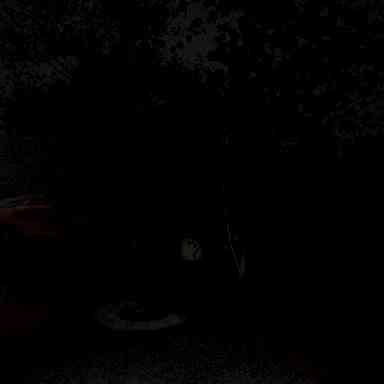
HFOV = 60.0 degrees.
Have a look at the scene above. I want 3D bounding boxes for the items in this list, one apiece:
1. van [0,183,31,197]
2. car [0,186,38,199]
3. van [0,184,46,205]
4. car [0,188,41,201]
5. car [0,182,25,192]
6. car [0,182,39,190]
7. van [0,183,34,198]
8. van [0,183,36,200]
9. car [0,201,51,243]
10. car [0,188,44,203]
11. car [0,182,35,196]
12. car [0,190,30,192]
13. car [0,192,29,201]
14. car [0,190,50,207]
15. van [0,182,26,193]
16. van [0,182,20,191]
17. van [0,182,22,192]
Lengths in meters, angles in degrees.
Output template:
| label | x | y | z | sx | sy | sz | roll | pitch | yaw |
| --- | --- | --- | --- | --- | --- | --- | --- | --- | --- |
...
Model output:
| label | x | y | z | sx | sy | sz | roll | pitch | yaw |
| --- | --- | --- | --- | --- | --- | --- | --- | --- | --- |
| van | -26.082 | -0.302 | 48.622 | 4.442 | 1.987 | 1.878 | 1 | 1 | -30 |
| car | -23.230 | 0.096 | 43.882 | 5.008 | 1.535 | 2.097 | 1 | 1 | -30 |
| van | -17.687 | 0.248 | 34.438 | 4.442 | 1.987 | 1.878 | 1 | 2 | -30 |
| car | -20.458 | 0.305 | 39.092 | 4.792 | 1.488 | 2.163 | 1 | 1 | -30 |
| car | -38.455 | -1.097 | 70.397 | 5.566 | 2.045 | 2.435 | 1 | 1 | -30 |
| car | -14.949 | 0.442 | 29.482 | 5.566 | 2.045 | 2.435 | 1 | 2 | -30 |
| van | -24.503 | -0.213 | 46.336 | 4.442 | 1.987 | 1.878 | 1 | 1 | -30 |
| van | -21.937 | -0.043 | 41.405 | 4.442 | 1.987 | 1.878 | 1 | 1 | -30 |
| car | -6.794 | 1.343 | 15.168 | 5.008 | 1.535 | 2.097 | 1 | 2 | -30 |
| car | -19.147 | 0.398 | 36.803 | 4.792 | 1.488 | 2.163 | 1 | 2 | -30 |
| car | -27.380 | -0.411 | 51.068 | 5.566 | 2.045 | 2.435 | 1 | 1 | -30 |
| car | -12.392 | 0.905 | 24.579 | 5.366 | 1.575 | 1.946 | 1 | 2 | -30 |
| car | -8.135 | 1.109 | 17.586 | 4.553 | 1.767 | 2.185 | 1 | 2 | -30 |
| car | -16.383 | 0.612 | 31.863 | 4.792 | 1.488 | 2.163 | 1 | 2 | -30 |
| van | -34.201 | -0.814 | 63.262 | 4.442 | 1.987 | 1.878 | 1 | 1 | -30 |
| van | -42.666 | -1.329 | 77.568 | 4.442 | 1.987 | 1.878 | 1 | 1 | -30 |
| van | -39.706 | -1.155 | 72.872 | 4.442 | 1.987 | 1.878 | 1 | 1 | -30 |
